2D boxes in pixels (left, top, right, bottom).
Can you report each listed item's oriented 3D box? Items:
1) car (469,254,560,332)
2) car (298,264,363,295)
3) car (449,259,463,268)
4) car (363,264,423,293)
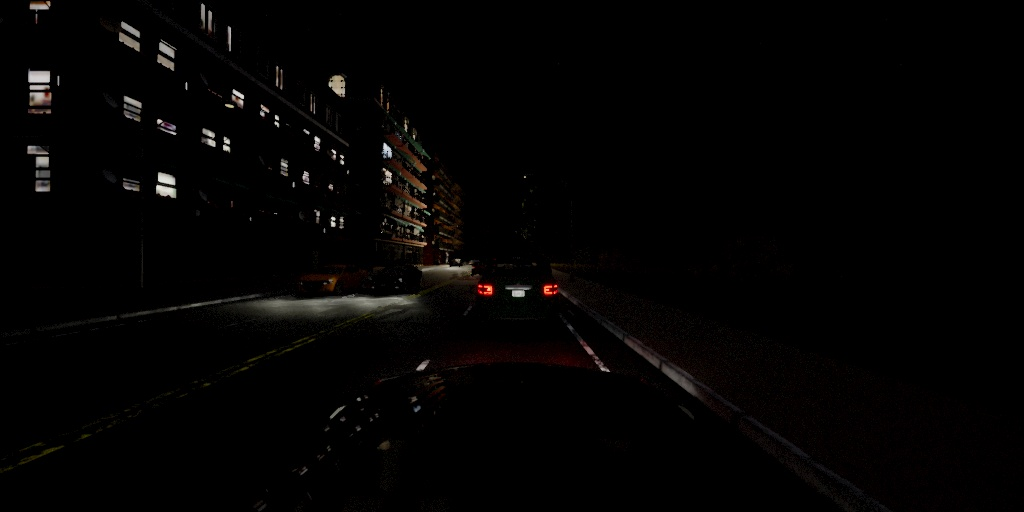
[{"bbox_3d":[0.111,0.973,11.076,2.150,2.045,5.566,0,0,-1],"label":"car"},{"bbox_3d":[-9.836,1.231,20.064,1.882,1.535,5.008,0,0,0],"label":"car"},{"bbox_3d":[-9.771,1.244,62.650,2.128,1.511,4.902,0,0,0],"label":"car"},{"bbox_3d":[-6.585,1.231,20.868,1.882,1.535,5.008,0,0,0],"label":"car"}]
